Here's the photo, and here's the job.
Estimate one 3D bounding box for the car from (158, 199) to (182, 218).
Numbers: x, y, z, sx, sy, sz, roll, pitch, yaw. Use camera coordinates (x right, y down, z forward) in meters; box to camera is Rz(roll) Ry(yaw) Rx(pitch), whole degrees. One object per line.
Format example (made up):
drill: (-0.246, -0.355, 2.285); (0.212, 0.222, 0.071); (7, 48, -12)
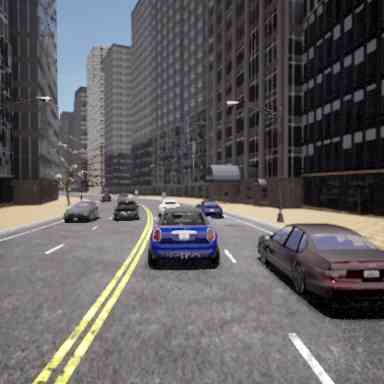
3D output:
car: (-1.987, 1.398, 29.220); (1.812, 1.442, 4.674); (0, 0, -8)

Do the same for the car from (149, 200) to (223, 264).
car: (-0.335, 1.303, 11.765); (2.097, 1.767, 4.553); (0, 0, -3)

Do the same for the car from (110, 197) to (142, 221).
car: (-5.086, 1.404, 26.294); (1.837, 1.490, 4.892); (0, 0, -7)

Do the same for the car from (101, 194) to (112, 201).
car: (-16.874, 1.224, 65.807); (1.882, 1.535, 5.008); (0, 0, -17)

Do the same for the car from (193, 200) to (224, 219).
car: (1.342, 1.426, 28.748); (1.994, 1.385, 4.181); (0, 0, -7)

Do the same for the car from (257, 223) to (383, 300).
car: (3.115, 1.504, 8.472); (2.033, 1.411, 5.357); (0, 0, -2)

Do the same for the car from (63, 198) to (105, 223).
car: (-8.194, 1.463, 25.172); (2.033, 1.411, 5.357); (0, 0, -7)

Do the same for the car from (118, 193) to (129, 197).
car: (-13.805, 1.070, 66.886); (2.097, 1.767, 4.553); (-1, 0, -17)
